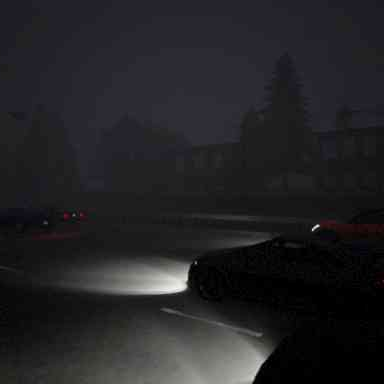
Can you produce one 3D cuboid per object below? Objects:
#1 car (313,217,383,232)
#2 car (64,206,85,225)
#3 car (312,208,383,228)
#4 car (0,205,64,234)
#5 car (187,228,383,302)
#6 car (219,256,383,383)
[{"bbox_3d":[6.095,1.547,8.243,5.357,1.411,2.033,0,0,36],"label":"car"},{"bbox_3d":[-10.069,1.642,24.075,5.357,1.411,2.033,0,0,36],"label":"car"},{"bbox_3d":[6.659,1.359,12.140,4.553,1.767,2.097,0,0,36],"label":"car"},{"bbox_3d":[-10.091,1.562,19.791,5.008,1.535,1.882,0,0,36],"label":"car"},{"bbox_3d":[1.959,1.574,6.894,4.181,1.385,1.994,0,0,36],"label":"car"},{"bbox_3d":[3.000,1.541,1.853,5.357,1.411,2.033,0,0,36],"label":"car"}]
